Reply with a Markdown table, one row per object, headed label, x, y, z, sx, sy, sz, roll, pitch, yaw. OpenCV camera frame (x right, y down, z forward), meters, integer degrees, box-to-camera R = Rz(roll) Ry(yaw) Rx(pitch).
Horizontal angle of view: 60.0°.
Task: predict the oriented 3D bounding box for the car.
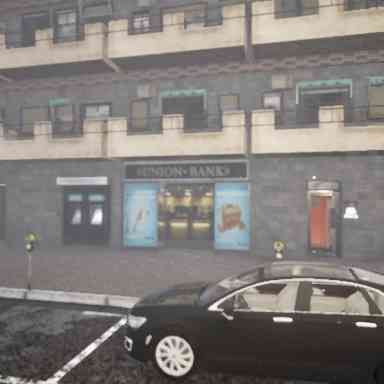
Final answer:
| label | x | y | z | sx | sy | sz | roll | pitch | yaw |
| --- | --- | --- | --- | --- | --- | --- | --- | --- | --- |
| car | 1.252 | 1.655 | 4.569 | 4.403 | 1.369 | 2.008 | 0 | -1 | 13 |
